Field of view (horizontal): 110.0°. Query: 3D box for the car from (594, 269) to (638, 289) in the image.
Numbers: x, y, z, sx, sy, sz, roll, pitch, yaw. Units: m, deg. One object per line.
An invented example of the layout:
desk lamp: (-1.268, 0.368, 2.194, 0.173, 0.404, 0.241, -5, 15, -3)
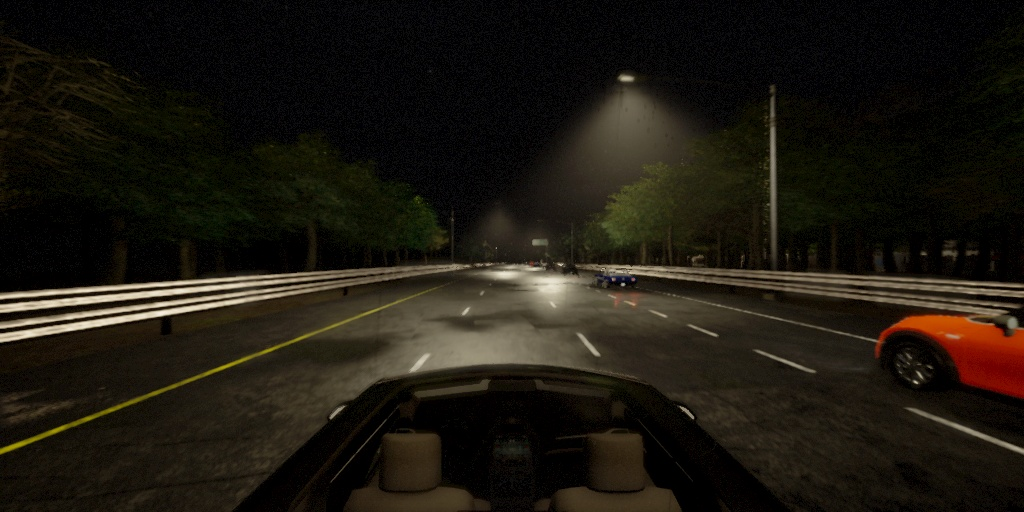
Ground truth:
car: (7.043, 1.553, 24.969, 1.895, 1.301, 4.718, 0, -1, 0)

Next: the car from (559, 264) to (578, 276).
car: (7.130, 1.754, 45.295, 1.837, 1.490, 4.892, 0, -1, 0)

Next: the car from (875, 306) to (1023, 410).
car: (7.002, 1.117, 3.950, 2.097, 1.767, 4.553, 0, 0, 0)
